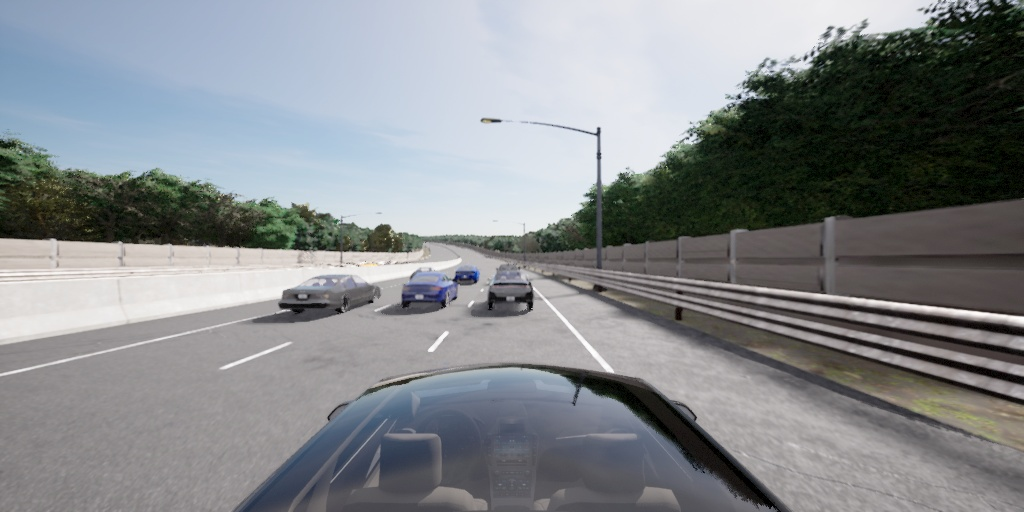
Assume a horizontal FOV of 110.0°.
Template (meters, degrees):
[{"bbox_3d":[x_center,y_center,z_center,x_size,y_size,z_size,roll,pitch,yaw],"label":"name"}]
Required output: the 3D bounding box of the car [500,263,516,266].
[{"bbox_3d":[-0.338,1.410,30.712,2.097,1.767,4.553,0,-1,-1],"label":"car"}]

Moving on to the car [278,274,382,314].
[{"bbox_3d":[-7.058,1.435,14.578,2.033,1.411,5.357,0,-1,0],"label":"car"}]

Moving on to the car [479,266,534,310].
[{"bbox_3d":[-0.064,1.389,15.682,2.128,1.511,4.902,0,-1,0],"label":"car"}]

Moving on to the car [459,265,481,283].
[{"bbox_3d":[-3.852,1.547,31.503,1.882,1.535,5.008,0,0,-1],"label":"car"}]

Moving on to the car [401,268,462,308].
[{"bbox_3d":[-3.566,1.427,16.035,1.812,1.442,4.674,0,0,0],"label":"car"}]
